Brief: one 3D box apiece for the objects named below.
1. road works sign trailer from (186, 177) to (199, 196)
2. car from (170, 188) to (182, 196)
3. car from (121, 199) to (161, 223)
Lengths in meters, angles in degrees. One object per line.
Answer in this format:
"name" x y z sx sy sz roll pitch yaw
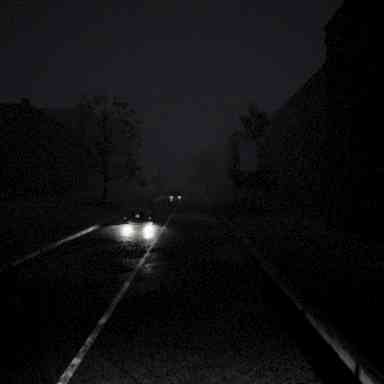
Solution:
"road works sign trailer" 0.056 -1.023 61.838 2.380 3.560 2.880 0 1 0
"car" -3.002 0.021 61.737 1.837 1.490 4.892 0 2 0
"car" -3.081 1.110 20.733 1.994 1.385 4.181 0 1 0
